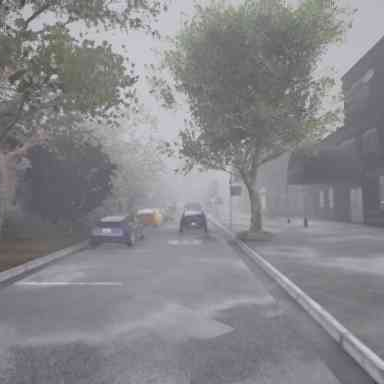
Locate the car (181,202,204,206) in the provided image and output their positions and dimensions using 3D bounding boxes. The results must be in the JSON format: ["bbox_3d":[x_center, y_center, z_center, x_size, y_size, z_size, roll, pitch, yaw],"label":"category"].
[{"bbox_3d":[0.105,2.290,42.864,2.150,2.045,5.566,0,-2,0],"label":"car"}]

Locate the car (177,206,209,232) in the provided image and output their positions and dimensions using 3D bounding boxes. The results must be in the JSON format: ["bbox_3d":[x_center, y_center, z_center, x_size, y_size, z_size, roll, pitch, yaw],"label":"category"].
[{"bbox_3d":[0.103,1.993,24.006,1.882,1.535,5.008,0,-2,0],"label":"car"}]

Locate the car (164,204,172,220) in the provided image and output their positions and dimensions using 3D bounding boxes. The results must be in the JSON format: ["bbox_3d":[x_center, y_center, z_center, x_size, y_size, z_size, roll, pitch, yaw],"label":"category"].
[{"bbox_3d":[-3.639,2.274,33.522,2.097,1.535,5.008,0,-1,2],"label":"car"}]

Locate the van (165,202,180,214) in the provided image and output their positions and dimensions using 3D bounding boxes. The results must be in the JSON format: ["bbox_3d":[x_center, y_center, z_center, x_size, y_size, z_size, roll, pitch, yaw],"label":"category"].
[{"bbox_3d":[-3.618,2.678,55.930,1.878,1.987,4.442,1,-1,2],"label":"van"}]

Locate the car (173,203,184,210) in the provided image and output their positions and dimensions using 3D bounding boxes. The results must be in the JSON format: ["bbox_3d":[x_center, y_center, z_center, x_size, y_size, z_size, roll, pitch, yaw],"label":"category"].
[{"bbox_3d":[-3.149,3.448,78.582,2.097,1.535,5.008,0,-2,2],"label":"car"}]

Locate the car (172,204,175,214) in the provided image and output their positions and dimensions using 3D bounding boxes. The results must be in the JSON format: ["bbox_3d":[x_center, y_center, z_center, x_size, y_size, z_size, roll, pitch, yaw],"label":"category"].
[{"bbox_3d":[-3.641,2.469,39.125,2.163,1.488,4.792,0,-1,2],"label":"car"}]

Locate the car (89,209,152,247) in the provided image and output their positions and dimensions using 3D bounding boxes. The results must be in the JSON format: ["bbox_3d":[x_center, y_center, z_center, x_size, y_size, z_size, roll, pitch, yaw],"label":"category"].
[{"bbox_3d":[-3.632,1.815,16.858,2.163,1.488,4.792,1,-2,2],"label":"car"}]

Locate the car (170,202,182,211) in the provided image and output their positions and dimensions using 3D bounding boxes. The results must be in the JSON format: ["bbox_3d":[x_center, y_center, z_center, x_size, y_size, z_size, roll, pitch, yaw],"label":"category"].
[{"bbox_3d":[-3.391,3.190,72.884,2.185,1.767,4.553,-1,-1,2],"label":"car"}]

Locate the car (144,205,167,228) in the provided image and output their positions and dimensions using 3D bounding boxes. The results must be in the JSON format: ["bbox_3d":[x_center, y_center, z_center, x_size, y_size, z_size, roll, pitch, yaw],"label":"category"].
[{"bbox_3d":[-3.633,2.111,27.963,2.097,1.535,5.008,1,-2,2],"label":"car"}]
